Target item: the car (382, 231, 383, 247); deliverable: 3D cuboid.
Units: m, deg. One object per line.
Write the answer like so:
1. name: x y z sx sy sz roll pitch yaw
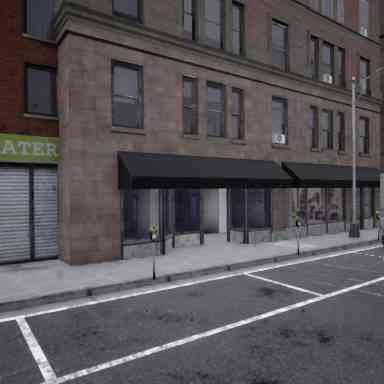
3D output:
1. car: 9.217 1.540 13.116 4.507 1.381 1.887 0 -1 -35
